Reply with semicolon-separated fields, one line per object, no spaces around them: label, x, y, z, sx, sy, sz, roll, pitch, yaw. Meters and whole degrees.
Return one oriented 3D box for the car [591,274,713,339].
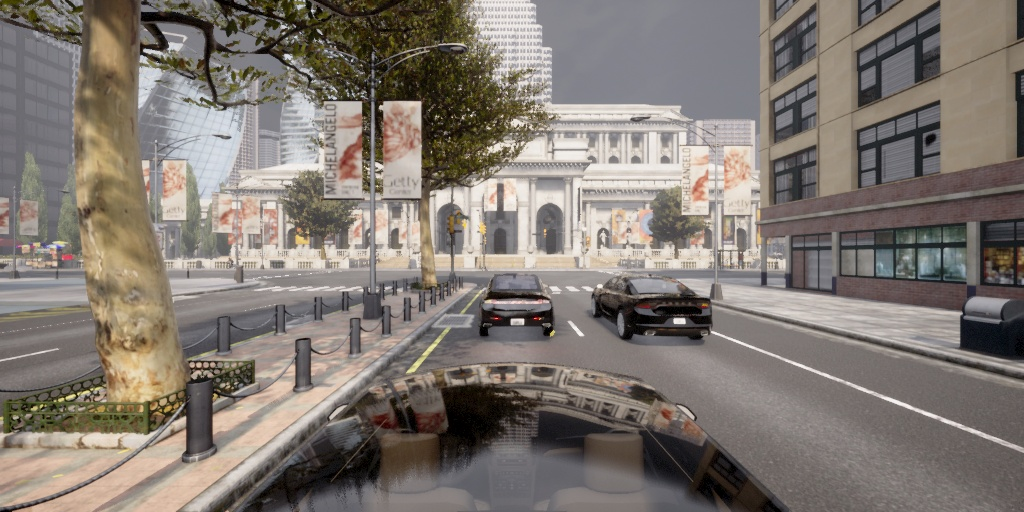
car;3.565;1.228;10.065;1.882;1.535;5.008;0;0;0

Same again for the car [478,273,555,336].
car;0.080;1.241;10.332;2.128;1.511;4.902;0;0;-1
